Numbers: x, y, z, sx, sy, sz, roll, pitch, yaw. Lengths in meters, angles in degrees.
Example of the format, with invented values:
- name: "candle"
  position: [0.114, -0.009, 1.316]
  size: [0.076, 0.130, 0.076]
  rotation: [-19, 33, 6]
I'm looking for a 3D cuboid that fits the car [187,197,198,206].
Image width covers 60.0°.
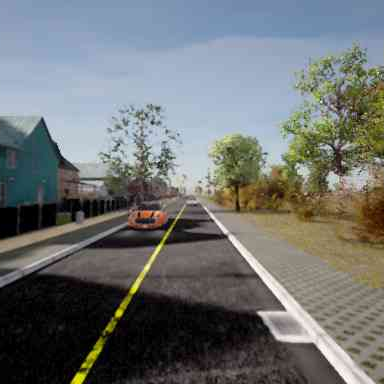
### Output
- name: "car"
  position: [0.065, 1.868, 58.942]
  size: [1.895, 1.301, 4.718]
  rotation: [0, 0, 0]

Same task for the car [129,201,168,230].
- name: "car"
  position: [-2.768, 1.450, 21.962]
  size: [2.097, 1.767, 4.553]
  rotation: [0, 0, 1]

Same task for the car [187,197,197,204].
- name: "car"
  position: [0.075, 1.760, 68.937]
  size: [2.033, 1.411, 5.357]
  rotation: [0, 0, 0]
